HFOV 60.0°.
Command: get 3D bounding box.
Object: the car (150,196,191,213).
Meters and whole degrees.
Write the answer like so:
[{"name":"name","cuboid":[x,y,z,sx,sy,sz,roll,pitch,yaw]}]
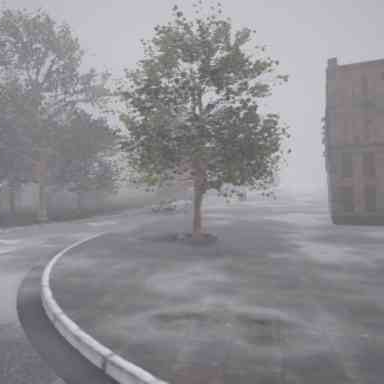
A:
[{"name":"car","cuboid":[-1.738,1.024,28.801,1.895,1.301,4.718,-2,1,22]}]
